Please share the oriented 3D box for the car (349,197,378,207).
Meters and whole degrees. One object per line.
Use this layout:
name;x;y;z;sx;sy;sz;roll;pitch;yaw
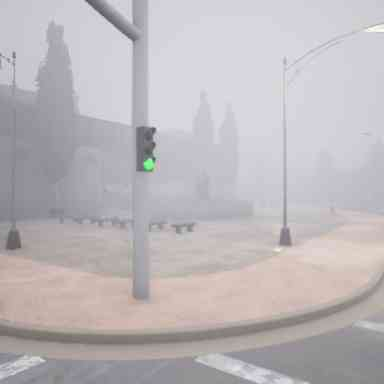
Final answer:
car;25.918;1.546;50.450;1.812;1.442;4.674;0;0;-14
